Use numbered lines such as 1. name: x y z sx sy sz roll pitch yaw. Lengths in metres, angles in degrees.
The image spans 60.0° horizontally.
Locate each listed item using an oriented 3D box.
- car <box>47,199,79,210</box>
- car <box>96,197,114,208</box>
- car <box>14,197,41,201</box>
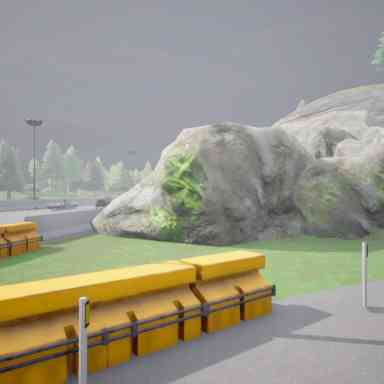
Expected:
1. car: -16.584 1.600 43.126 1.895 1.301 4.718 0 0 11
2. car: -12.084 1.504 47.743 1.837 1.490 4.892 0 0 11
3. car: -25.680 1.477 51.943 1.882 1.535 5.008 0 0 12
